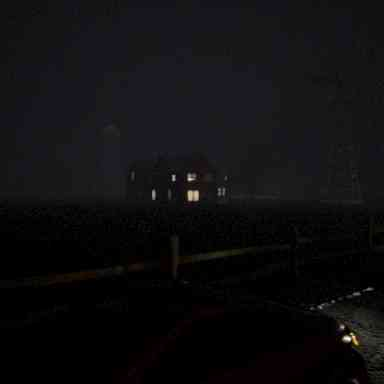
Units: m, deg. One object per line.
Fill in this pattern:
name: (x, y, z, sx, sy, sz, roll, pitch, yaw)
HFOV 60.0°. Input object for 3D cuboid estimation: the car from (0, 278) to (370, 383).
car: (-0.331, 1.568, 2.831, 4.181, 1.385, 1.994, 0, 0, -36)
